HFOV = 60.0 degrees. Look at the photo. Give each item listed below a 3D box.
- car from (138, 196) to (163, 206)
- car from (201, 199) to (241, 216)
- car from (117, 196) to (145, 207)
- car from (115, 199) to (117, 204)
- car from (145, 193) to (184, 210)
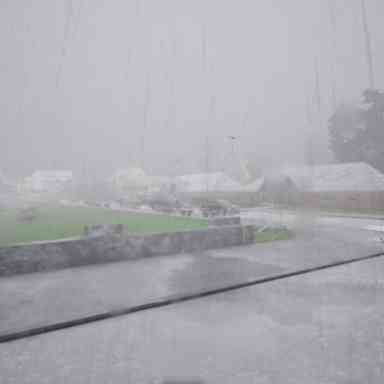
[{"bbox_3d":[-6.827,1.464,53.957,1.882,1.535,5.008,0,0,-35],"label":"car"},{"bbox_3d":[2.806,1.492,33.315,1.837,1.490,4.892,0,0,-35],"label":"car"},{"bbox_3d":[-9.126,1.552,50.104,1.994,1.385,4.181,0,0,-35],"label":"car"},{"bbox_3d":[-12.755,1.464,62.188,1.882,1.535,5.008,0,0,-36],"label":"car"},{"bbox_3d":[-3.297,1.210,41.877,2.150,2.045,5.566,0,0,-35],"label":"car"}]
